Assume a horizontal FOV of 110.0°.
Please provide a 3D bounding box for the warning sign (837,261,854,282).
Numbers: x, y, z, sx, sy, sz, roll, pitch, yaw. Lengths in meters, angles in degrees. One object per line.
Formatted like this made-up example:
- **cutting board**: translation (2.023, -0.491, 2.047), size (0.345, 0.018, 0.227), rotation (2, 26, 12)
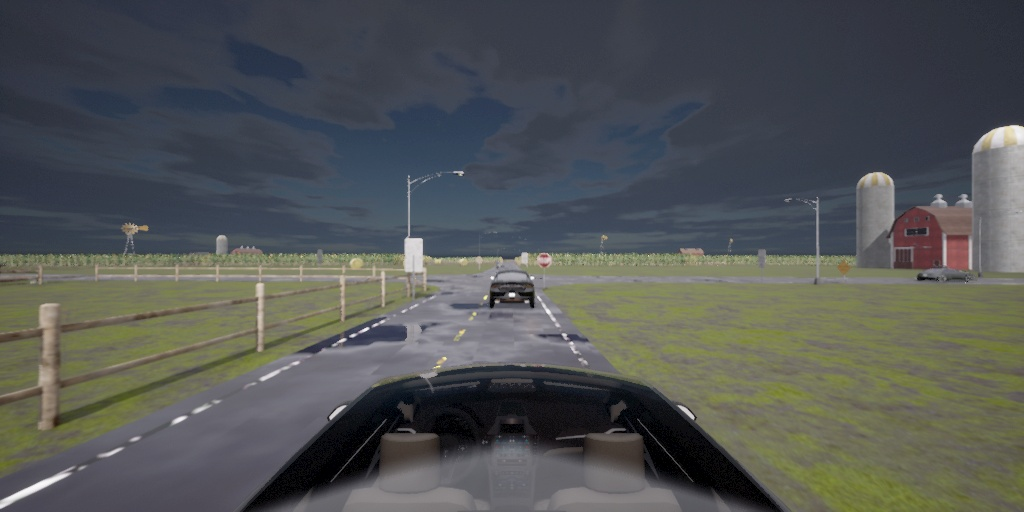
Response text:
- **warning sign**: translation (29.342, 1.335, 31.653), size (1.060, 1.860, 1.300), rotation (0, 0, 0)

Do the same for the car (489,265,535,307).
- **car**: translation (0.013, 1.363, 16.326), size (1.882, 1.535, 5.008), rotation (0, 0, 0)

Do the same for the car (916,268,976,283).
- **car**: translation (42.536, 1.853, 35.157), size (4.181, 1.385, 1.994), rotation (0, 0, 0)
